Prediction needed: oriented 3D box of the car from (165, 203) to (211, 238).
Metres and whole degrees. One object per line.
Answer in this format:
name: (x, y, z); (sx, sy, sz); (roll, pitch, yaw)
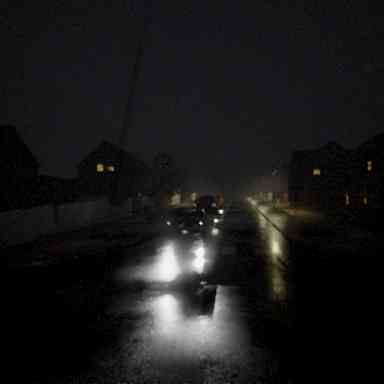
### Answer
car: (-0.178, 1.439, 16.835); (1.895, 1.301, 4.718); (0, 1, 4)

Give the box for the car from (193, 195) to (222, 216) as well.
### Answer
car: (1.245, 1.059, 28.757); (2.097, 1.767, 4.553); (0, 1, 7)
